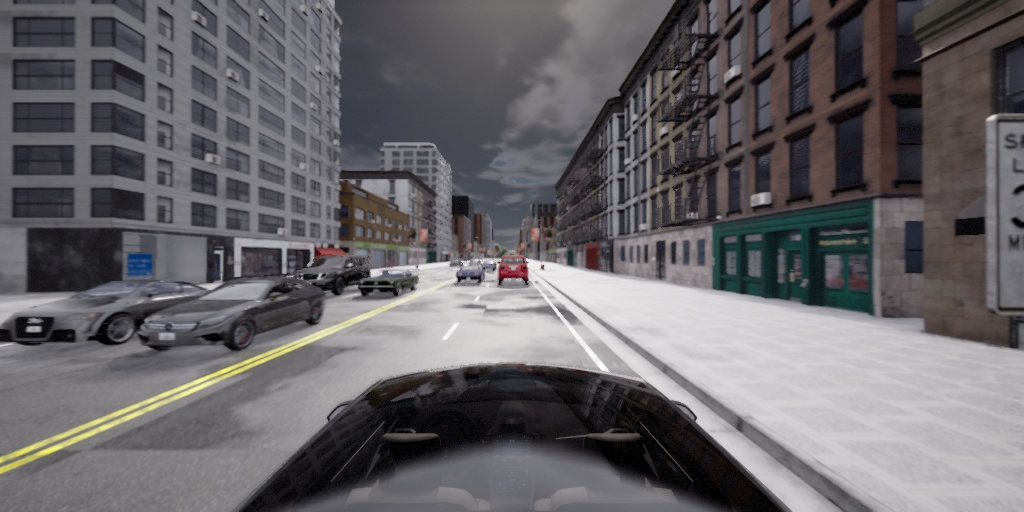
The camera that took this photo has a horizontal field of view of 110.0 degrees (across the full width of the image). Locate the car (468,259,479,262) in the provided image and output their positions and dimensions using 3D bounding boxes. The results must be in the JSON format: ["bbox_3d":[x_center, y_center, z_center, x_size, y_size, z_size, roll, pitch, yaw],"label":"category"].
[{"bbox_3d":[-6.553,1.258,63.102,2.128,1.511,4.902,0,0,1],"label":"car"}]

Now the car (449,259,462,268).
[{"bbox_3d":[-9.797,1.299,63.092,1.812,1.442,4.674,0,0,1],"label":"car"}]

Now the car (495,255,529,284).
[{"bbox_3d":[0.093,0.978,27.253,2.150,2.045,5.566,0,0,0],"label":"car"}]

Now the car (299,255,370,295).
[{"bbox_3d":[-9.755,0.979,20.011,2.150,2.045,5.566,0,0,0],"label":"car"}]

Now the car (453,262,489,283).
[{"bbox_3d":[-3.158,1.358,28.314,1.895,1.301,4.718,0,0,0],"label":"car"}]

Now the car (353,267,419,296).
[{"bbox_3d":[-6.505,1.358,19.390,1.895,1.301,4.718,0,0,0],"label":"car"}]

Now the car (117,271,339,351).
[{"bbox_3d":[-6.566,1.280,9.179,1.812,1.442,4.674,0,0,1],"label":"car"}]

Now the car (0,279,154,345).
[{"bbox_3d":[-9.819,1.319,9.355,1.994,1.385,4.181,0,0,0],"label":"car"}]

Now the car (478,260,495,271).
[{"bbox_3d":[-3.166,1.307,50.433,2.033,1.411,5.357,0,0,0],"label":"car"}]
